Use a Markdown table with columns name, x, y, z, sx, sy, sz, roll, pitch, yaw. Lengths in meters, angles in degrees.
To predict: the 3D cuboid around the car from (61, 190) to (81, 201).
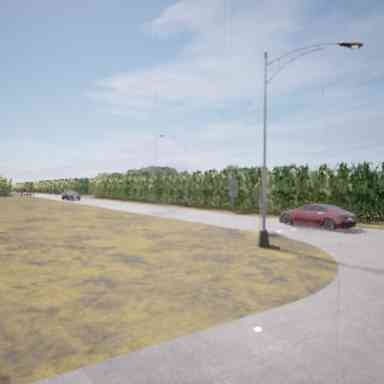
| name | x | y | z | sx | sy | sz | roll | pitch | yaw |
| --- | --- | --- | --- | --- | --- | --- | --- | --- | --- |
| car | -18.312 | 0.494 | 50.252 | 2.128 | 1.511 | 4.902 | 0 | 1 | -35 |

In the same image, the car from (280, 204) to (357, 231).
| name | x | y | z | sx | sy | sz | roll | pitch | yaw |
| --- | --- | --- | --- | --- | --- | --- | --- | --- | --- |
| car | 7.114 | 1.354 | 19.030 | 1.994 | 1.385 | 4.181 | 0 | 1 | -36 |
